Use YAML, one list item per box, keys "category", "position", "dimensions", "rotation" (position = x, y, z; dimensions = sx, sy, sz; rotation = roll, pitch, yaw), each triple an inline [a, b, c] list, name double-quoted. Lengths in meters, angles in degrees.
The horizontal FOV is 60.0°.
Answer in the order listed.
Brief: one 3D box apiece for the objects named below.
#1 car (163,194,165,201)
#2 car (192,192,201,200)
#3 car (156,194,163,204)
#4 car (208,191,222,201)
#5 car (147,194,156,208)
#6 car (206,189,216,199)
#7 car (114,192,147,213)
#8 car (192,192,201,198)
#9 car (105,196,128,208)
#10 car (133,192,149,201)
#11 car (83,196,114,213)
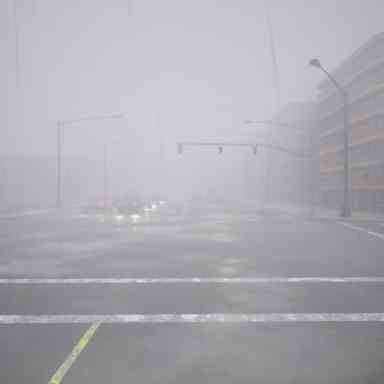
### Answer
- category: "car"
  position: [-6.167, 1.012, 62.824]
  dimensions: [1.895, 1.301, 4.718]
  rotation: [0, 1, 1]
- category: "car"
  position: [0.899, 0.959, 65.802]
  dimensions: [1.895, 1.301, 4.718]
  rotation: [0, 1, 0]
- category: "car"
  position: [-6.242, 1.079, 52.695]
  dimensions: [2.128, 1.511, 4.902]
  rotation: [0, 1, 0]
- category: "car"
  position: [4.490, 0.980, 62.459]
  dimensions: [1.994, 1.385, 4.181]
  rotation: [0, 1, 0]
- category: "car"
  position: [-6.281, 1.277, 43.414]
  dimensions: [1.812, 1.442, 4.674]
  rotation: [0, 1, 0]
- category: "car"
  position: [4.437, 0.425, 75.928]
  dimensions: [2.150, 2.045, 5.566]
  rotation: [0, 1, 0]
- category: "car"
  position: [-6.313, 1.226, 34.531]
  dimensions: [2.097, 1.767, 4.553]
  rotation: [0, 1, 0]
- category: "car"
  position: [0.934, 0.648, 75.778]
  dimensions: [2.033, 1.411, 5.357]
  rotation: [0, 1, 0]
- category: "car"
  position: [-9.780, 1.314, 43.519]
  dimensions: [1.994, 1.385, 4.181]
  rotation: [0, 1, 0]
- category: "car"
  position: [-9.661, 0.896, 63.214]
  dimensions: [2.128, 1.511, 4.902]
  rotation: [0, 1, 1]
- category: "car"
  position: [-9.811, 1.225, 34.876]
  dimensions: [2.097, 1.767, 4.553]
  rotation: [0, 1, 0]
